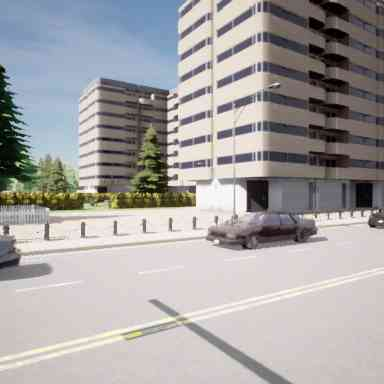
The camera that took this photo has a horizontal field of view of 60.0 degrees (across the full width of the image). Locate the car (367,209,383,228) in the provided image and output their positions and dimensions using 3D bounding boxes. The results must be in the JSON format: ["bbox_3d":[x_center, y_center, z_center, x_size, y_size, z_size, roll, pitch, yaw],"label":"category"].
[{"bbox_3d":[12.848,1.564,20.740,4.181,1.385,1.994,0,0,-33],"label":"car"}]

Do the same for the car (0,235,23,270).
[{"bbox_3d":[-7.139,1.547,8.093,5.357,1.411,2.033,0,0,-29],"label":"car"}]

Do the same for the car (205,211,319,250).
[{"bbox_3d":[3.189,1.548,14.446,5.357,1.411,2.033,0,0,-33],"label":"car"}]
